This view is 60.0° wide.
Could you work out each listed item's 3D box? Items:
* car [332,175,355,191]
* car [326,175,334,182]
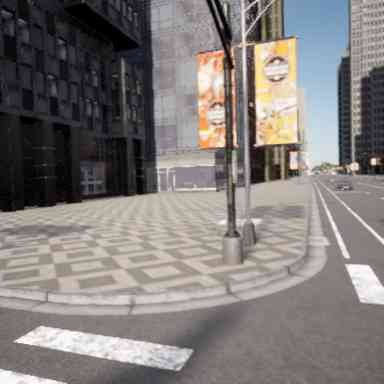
[{"bbox_3d":[18.153,-0.863,39.734,1.837,1.490,4.892,-1,3,20],"label":"car"},{"bbox_3d":[26.643,-2.458,63.528,1.837,1.490,4.892,-1,3,20],"label":"car"}]
